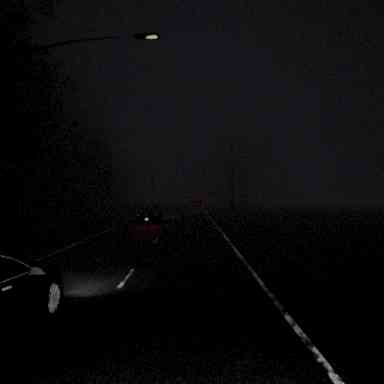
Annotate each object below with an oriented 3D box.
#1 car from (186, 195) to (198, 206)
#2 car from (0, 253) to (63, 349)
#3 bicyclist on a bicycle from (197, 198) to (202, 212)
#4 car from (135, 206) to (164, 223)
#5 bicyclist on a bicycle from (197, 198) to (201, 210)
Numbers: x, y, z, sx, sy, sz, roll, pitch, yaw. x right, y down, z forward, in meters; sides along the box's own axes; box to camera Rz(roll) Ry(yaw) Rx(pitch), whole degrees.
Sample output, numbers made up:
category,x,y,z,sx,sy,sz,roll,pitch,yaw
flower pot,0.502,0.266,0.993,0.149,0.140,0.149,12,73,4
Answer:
category,x,y,z,sx,sy,sz,roll,pitch,yaw
car,0.009,1.605,61.755,2.150,2.045,5.566,0,0,0
car,-3.401,1.534,4.525,1.837,1.490,4.892,0,0,0
bicyclist on a bicycle,0.968,1.619,40.178,0.659,1.776,1.843,0,0,0
car,-3.398,1.770,27.247,1.895,1.301,4.718,0,0,0
bicyclist on a bicycle,0.968,1.756,48.967,0.582,1.620,1.656,0,-1,0
